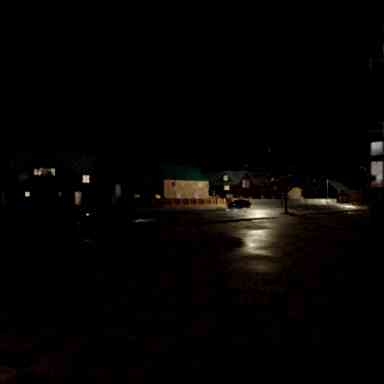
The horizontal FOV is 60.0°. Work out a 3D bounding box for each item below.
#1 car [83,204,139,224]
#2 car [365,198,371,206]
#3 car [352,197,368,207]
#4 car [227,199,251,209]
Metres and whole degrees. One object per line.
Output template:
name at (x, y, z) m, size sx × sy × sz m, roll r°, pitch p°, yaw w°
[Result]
car at (-6.011, 1.590, 24.968) m, size 1.994 × 1.385 × 4.181 m, roll 0°, pitch -1°, yaw 43°
car at (41.467, 2.638, 75.417) m, size 1.994 × 1.385 × 4.181 m, roll 0°, pitch -1°, yaw 43°
car at (38.816, 2.558, 77.342) m, size 1.882 × 1.535 × 5.008 m, roll 0°, pitch -1°, yaw 43°
car at (7.639, 1.964, 53.699) m, size 1.837 × 1.490 × 4.892 m, roll 0°, pitch -1°, yaw 43°
